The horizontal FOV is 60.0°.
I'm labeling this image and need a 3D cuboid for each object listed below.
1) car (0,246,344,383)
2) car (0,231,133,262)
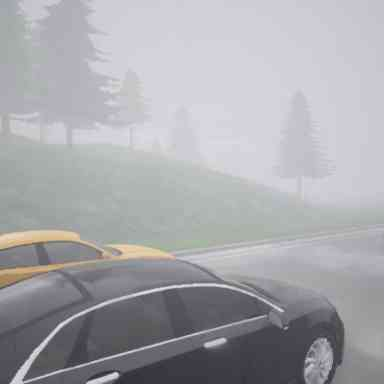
[{"bbox_3d":[-0.346,1.488,3.488,4.892,1.490,1.837,-1,0,-36],"label":"car"},{"bbox_3d":[-2.621,1.461,6.164,5.008,1.535,1.882,-1,0,-36],"label":"car"}]
